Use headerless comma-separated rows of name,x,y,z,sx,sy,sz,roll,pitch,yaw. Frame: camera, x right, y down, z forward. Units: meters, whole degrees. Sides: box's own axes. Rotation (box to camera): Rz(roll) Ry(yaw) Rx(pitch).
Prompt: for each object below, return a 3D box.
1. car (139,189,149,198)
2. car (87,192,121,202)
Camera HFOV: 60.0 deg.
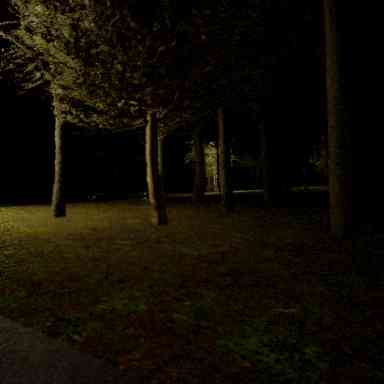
car,-8.280,0.206,65.213,2.097,1.767,4.553,-3,0,34
car,-12.349,0.710,46.889,1.895,1.301,4.718,-2,0,34
